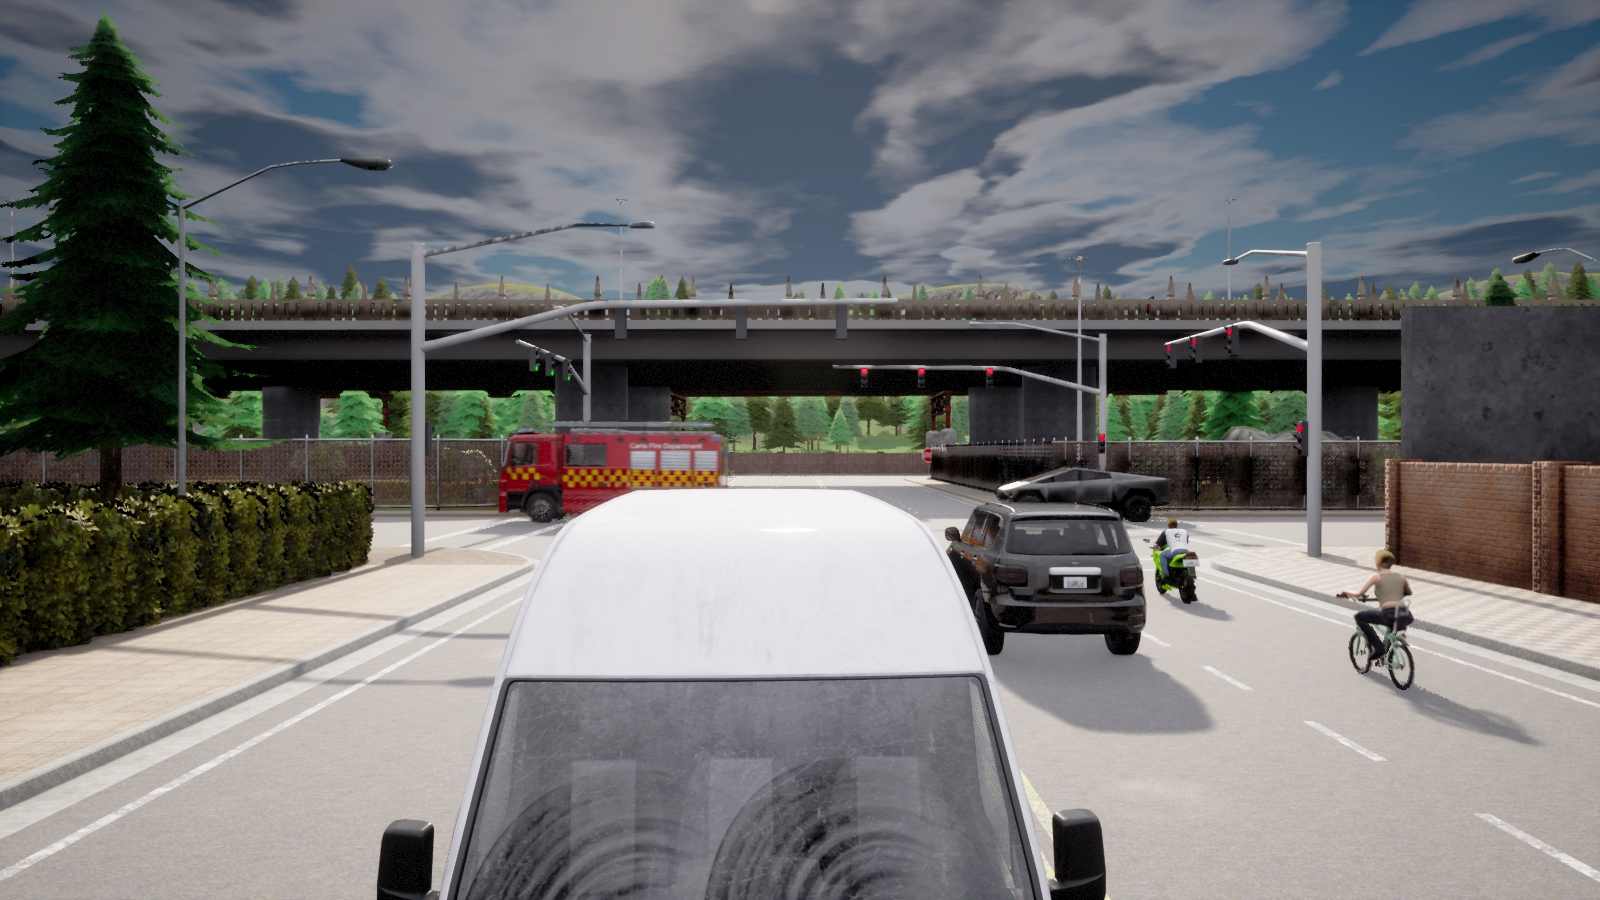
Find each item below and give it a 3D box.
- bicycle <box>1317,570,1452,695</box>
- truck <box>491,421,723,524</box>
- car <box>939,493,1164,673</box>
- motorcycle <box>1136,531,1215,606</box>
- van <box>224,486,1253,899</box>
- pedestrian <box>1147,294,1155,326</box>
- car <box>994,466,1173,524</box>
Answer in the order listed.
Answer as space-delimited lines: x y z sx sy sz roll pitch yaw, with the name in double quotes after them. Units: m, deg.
7.004 2.159 13.780 0.859 1.276 1.487 0 0 0 "bicycle"
-7.344 0.853 44.287 8.468 3.827 2.891 0 0 0 "truck"
3.496 1.780 17.139 2.150 2.045 5.566 0 0 0 "car"
6.995 2.187 21.401 0.803 1.199 2.033 0 0 0 "motorcycle"
-0.245 1.535 5.164 1.988 2.561 5.915 0 0 -3 "van"
20.812 -8.300 67.722 0.375 1.860 0.375 0 0 0 "pedestrian"
10.828 1.712 43.996 6.274 2.098 2.390 0 0 0 "car"
